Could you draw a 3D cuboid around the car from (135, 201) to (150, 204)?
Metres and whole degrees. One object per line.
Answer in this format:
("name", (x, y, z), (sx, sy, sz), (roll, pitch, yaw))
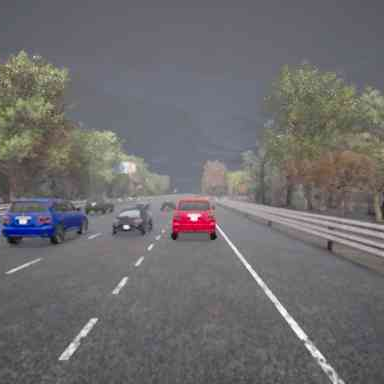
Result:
("car", (-6.889, 1.905, 46.527), (1.895, 1.301, 4.718), (0, 0, 0))

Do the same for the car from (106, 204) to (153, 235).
("car", (-3.397, 1.652, 19.508), (1.812, 1.442, 4.674), (0, 0, 0))

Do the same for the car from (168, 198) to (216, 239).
("car", (0.103, 1.341, 18.117), (2.150, 2.045, 5.566), (0, 0, 0))

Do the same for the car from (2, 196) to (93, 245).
("car", (-6.898, 1.325, 16.256), (2.150, 2.045, 5.566), (0, 0, 0))

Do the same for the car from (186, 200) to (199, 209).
("car", (0.113, 1.903, 51.317), (1.994, 1.385, 4.181), (0, 0, 0))

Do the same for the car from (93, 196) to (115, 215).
("car", (-10.392, 1.467, 37.751), (2.150, 2.045, 5.566), (0, 0, 0))

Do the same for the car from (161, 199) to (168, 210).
("car", (-3.390, 1.823, 48.143), (1.837, 1.490, 4.892), (0, 0, 0))
